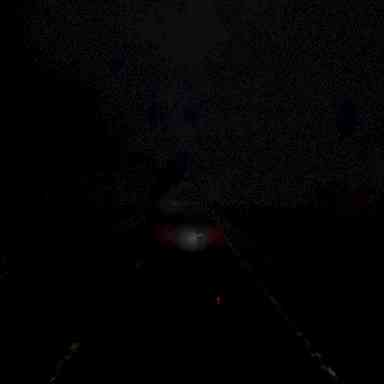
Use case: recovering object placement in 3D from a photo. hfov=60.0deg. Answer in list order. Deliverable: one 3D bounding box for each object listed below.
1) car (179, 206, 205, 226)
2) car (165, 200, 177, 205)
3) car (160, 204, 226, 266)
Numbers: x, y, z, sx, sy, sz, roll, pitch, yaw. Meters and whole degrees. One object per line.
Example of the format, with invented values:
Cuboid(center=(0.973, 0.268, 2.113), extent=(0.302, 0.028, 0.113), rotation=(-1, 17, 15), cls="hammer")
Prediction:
Cuboid(center=(0.048, 1.881, 27.461), extent=(1.994, 1.385, 4.181), rotation=(0, -1, 1), cls="car")
Cuboid(center=(-3.563, 2.117, 56.695), extent=(1.882, 1.535, 5.008), rotation=(0, -1, 0), cls="car")
Cuboid(center=(0.044, 1.494, 12.248), extent=(2.097, 1.767, 4.553), rotation=(0, -1, 1), cls="car")
